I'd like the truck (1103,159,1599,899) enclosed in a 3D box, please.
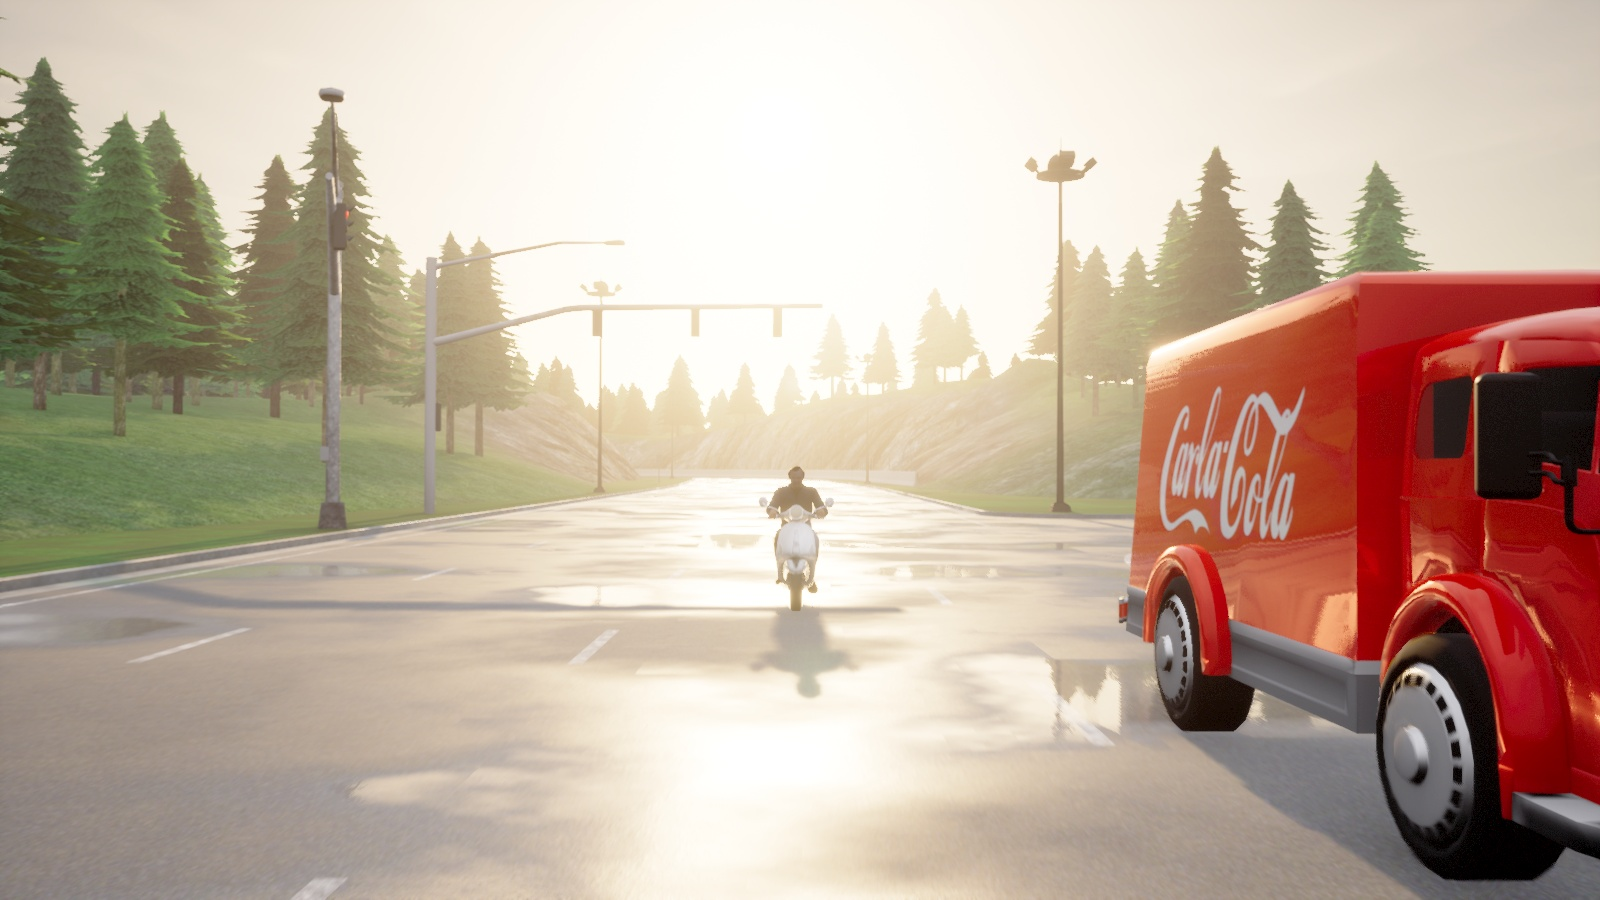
[{"bbox_3d":[3.483,0.400,6.325,2.627,2.467,5.204,0,-1,0],"label":"truck"}]

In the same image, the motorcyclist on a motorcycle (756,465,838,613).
[{"bbox_3d":[-0.035,0.970,14.402,0.866,1.590,1.817,0,-1,0],"label":"motorcyclist on a motorcycle"}]
